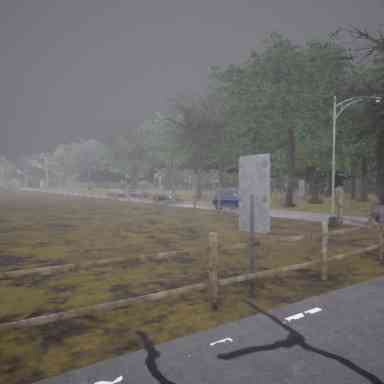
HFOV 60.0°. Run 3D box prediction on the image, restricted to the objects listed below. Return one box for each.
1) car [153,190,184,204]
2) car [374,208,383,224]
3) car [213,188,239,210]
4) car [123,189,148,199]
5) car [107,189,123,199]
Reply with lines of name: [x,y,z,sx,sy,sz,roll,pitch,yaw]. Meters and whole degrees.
car: [-2.875,0.550,40.794,2.097,1.767,4.553,0,1,-36]
car: [12.052,1.373,17.770,1.812,1.442,4.674,1,1,-17]
car: [4.259,0.711,30.728,2.150,2.045,5.566,0,1,-36]
car: [-8.964,0.358,54.438,1.837,1.490,4.892,0,1,-35]
car: [-12.299,0.290,54.206,1.882,1.535,5.008,0,1,-35]
